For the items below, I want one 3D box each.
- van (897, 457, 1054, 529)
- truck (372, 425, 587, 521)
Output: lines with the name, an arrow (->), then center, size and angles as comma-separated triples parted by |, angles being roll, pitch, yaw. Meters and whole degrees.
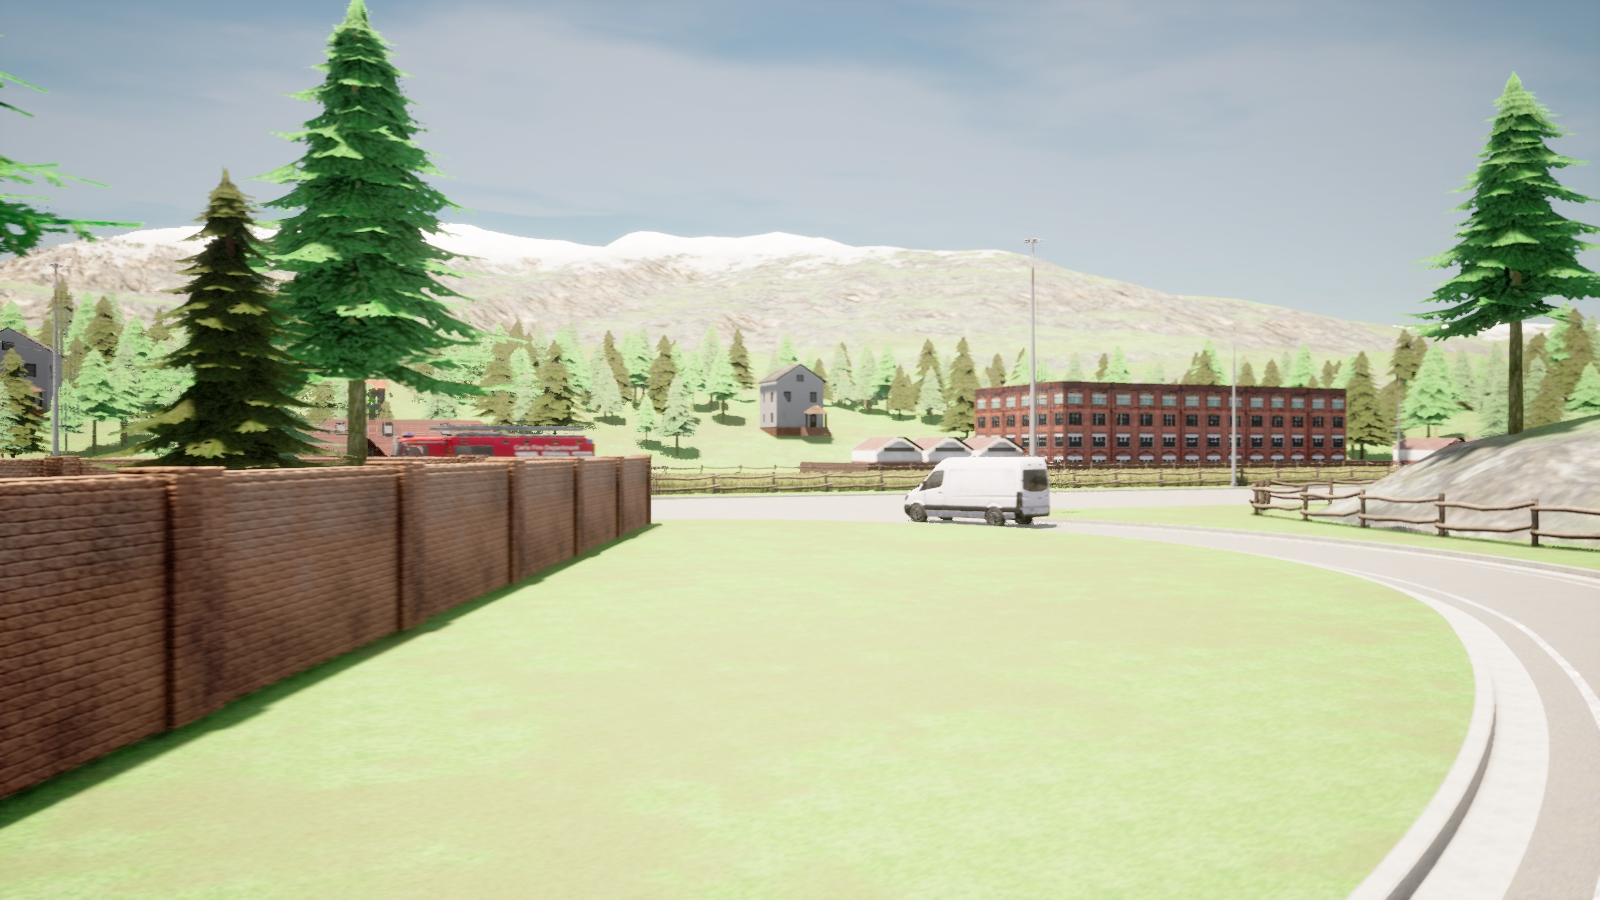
van -> 6.574, 1.547, 43.504 | 1.988, 2.561, 5.915 | 0, 0, -44
truck -> -13.558, 0.910, 48.438 | 8.468, 3.827, 2.891 | 0, 0, -22
